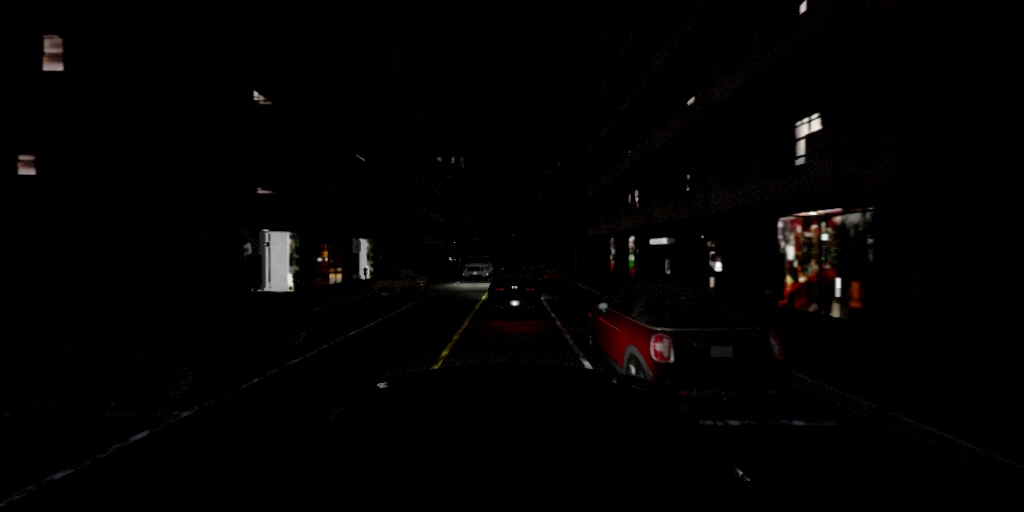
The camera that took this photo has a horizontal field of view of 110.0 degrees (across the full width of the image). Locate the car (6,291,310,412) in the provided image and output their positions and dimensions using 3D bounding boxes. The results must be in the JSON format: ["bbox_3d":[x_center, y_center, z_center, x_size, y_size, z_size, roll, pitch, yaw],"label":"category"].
[{"bbox_3d":[-5.315,1.316,6.252,1.948,1.339,4.313,0,0,0],"label":"car"}]

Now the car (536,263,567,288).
[{"bbox_3d":[2.570,1.332,23.296,1.802,1.307,4.207,0,0,0],"label":"car"}]

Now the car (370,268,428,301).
[{"bbox_3d":[-5.312,1.276,17.385,1.751,1.417,4.829,0,0,0],"label":"car"}]

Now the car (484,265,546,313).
[{"bbox_3d":[0.096,1.255,13.898,1.837,1.490,4.892,0,0,0],"label":"car"}]

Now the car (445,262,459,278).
[{"bbox_3d":[-5.308,1.301,34.509,2.007,1.370,4.403,0,0,0],"label":"car"}]

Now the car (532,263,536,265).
[{"bbox_3d":[2.572,1.295,28.961,1.888,1.381,4.507,0,0,0],"label":"car"}]

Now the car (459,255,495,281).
[{"bbox_3d":[-2.840,0.972,30.382,2.150,2.045,5.566,0,0,0],"label":"car"}]

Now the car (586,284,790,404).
[{"bbox_3d":[2.566,1.190,6.303,1.967,1.591,4.097,0,0,0],"label":"car"}]

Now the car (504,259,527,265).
[{"bbox_3d":[0.099,1.102,29.140,2.097,1.767,4.553,0,0,0],"label":"car"}]
